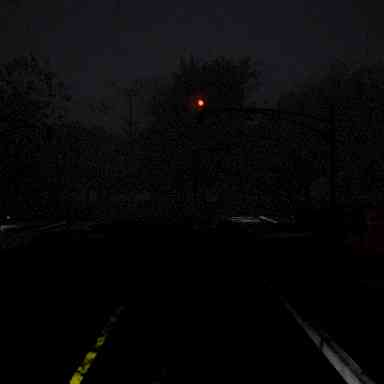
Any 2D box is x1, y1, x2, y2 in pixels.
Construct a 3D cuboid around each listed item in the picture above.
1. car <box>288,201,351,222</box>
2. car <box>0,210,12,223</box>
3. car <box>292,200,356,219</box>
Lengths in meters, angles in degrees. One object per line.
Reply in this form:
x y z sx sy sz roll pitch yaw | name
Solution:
10.131 1.638 26.309 4.718 1.301 1.895 0 0 -2 | car
-14.901 1.466 22.823 4.674 1.442 1.812 0 0 0 | car
11.653 1.538 29.620 4.902 1.511 2.128 0 0 0 | car
